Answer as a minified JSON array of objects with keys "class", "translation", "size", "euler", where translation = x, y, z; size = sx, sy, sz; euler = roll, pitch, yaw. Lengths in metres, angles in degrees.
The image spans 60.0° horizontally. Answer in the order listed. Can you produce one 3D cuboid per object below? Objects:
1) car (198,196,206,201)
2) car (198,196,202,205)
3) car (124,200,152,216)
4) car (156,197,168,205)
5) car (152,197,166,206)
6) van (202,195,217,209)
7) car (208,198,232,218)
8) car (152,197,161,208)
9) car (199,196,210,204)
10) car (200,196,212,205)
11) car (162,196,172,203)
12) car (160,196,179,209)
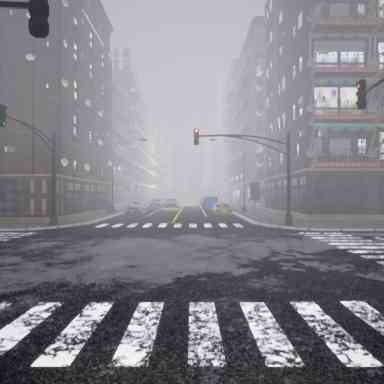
[{"class":"car","translation":[2.462,1.621,83.624],"size":[1.887,1.381,4.507],"euler":[1,0,0]},{"class":"car","translation":[2.510,1.343,49.687],"size":[2.192,1.841,5.009],"euler":[1,0,0]},{"class":"car","translation":[-5.479,1.563,32.645],"size":[2.008,1.369,4.403],"euler":[1,0,0]},{"class":"car","translation":[-5.388,1.623,60.934],"size":[1.802,1.307,4.206],"euler":[1,0,0]},{"class":"car","translation":[-5.380,1.560,55.106],"size":[1.752,1.417,4.829],"euler":[1,0,0]},{"class":"van","translation":[2.550,1.363,44.034],"size":[1.690,1.788,3.998],"euler":[1,0,0]},{"class":"car","translation":[2.664,1.535,30.201],"size":[1.752,1.417,4.829],"euler":[1,0,0]},{"class":"car","translation":[-5.373,1.610,49.618],"size":[1.802,1.307,4.206],"euler":[1,0,0]},{"class":"car","translation":[2.485,1.599,66.656],"size":[2.008,1.369,4.403],"euler":[1,0,0]},{"class":"car","translation":[2.494,1.481,61.000],"size":[1.967,1.590,4.097],"euler":[1,0,0]},{"class":"car","translation":[-5.403,1.608,72.250],"size":[2.008,1.369,4.403],"euler":[1,0,0]},{"class":"car","translation":[-2.812,1.563,46.443],"size":[2.033,1.411,5.357],"euler":[0,0,0]}]
